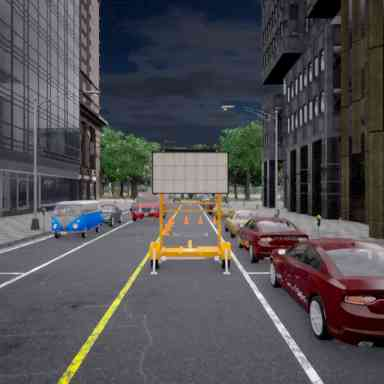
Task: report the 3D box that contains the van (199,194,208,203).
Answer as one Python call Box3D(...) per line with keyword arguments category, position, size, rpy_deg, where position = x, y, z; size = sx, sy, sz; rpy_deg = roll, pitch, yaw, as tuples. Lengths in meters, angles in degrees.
Box3D(category="van", position=(2.397, 1.362, 71.632), size=(1.690, 1.788, 3.998), rpy_deg=(0, 0, 0))

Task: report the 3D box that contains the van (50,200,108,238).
Box3D(category="van", position=(-5.850, 1.341, 17.213), size=(1.690, 1.788, 3.998), rpy_deg=(0, 0, 0))

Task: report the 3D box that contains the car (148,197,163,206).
Box3D(category="car", position=(-6.044, 1.577, 55.275), size=(1.947, 1.339, 4.313), rpy_deg=(0, 0, 0))

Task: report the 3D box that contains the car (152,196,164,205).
Box3D(category="car", position=(-6.071, 1.540, 60.543), size=(1.752, 1.417, 4.829), rpy_deg=(0, 0, 0))

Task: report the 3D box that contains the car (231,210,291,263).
Box3D(category="car", position=(2.703, 1.545, 11.819), size=(1.887, 1.381, 4.507), rpy_deg=(0, 0, 0))

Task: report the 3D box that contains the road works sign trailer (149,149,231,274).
Box3D(category="road works sign trailer", position=(-0.052, 0.464, 10.510), size=(2.380, 3.560, 2.880), rpy_deg=(0, 0, 0))

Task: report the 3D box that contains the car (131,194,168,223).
Box3D(category="car", position=(-3.231, 1.223, 26.077), size=(2.150, 2.045, 5.566), rpy_deg=(0, 0, 0))

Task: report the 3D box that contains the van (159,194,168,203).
Box3D(category="van", position=(-6.128, 1.362, 71.588), size=(1.690, 1.788, 3.998), rpy_deg=(0, 0, 0))

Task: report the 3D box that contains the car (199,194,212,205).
Box3D(category="car", position=(2.453, 1.329, 60.757), size=(2.192, 1.841, 5.009), rpy_deg=(0, 0, 0))

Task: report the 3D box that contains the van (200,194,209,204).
Box3D(category="van", position=(2.425, 1.359, 66.194), size=(1.690, 1.788, 3.998), rpy_deg=(0, 0, 0))

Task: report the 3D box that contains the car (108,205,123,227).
Box3D(category="car", position=(-5.878, 1.551, 22.651), size=(2.008, 1.369, 4.403), rpy_deg=(0, 0, 0))

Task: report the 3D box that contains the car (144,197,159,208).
Box3D(category="car", position=(-6.016, 1.534, 49.668), size=(1.752, 1.417, 4.829), rpy_deg=(0, 0, 0))

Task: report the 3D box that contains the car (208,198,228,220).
Box3D(category="car", position=(2.619, 1.527, 28.301), size=(1.752, 1.417, 4.829), rpy_deg=(0, 0, 0))

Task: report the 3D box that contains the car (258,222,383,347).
Box3D(category="car", position=(2.731, 1.544, 6.382), size=(1.887, 1.381, 4.507), rpy_deg=(0, 0, 0))

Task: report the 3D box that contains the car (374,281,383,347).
Box3D(category="car", position=(2.758, 1.551, 0.944), size=(2.008, 1.369, 4.403), rpy_deg=(0, 0, 0))

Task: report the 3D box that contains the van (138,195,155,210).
Box3D(category="van", position=(-5.989, 1.347, 44.401), size=(1.690, 1.788, 3.998), rpy_deg=(0, 0, 0))

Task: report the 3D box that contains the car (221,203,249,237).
Box3D(category="car", position=(2.674, 1.525, 17.426), size=(1.752, 1.417, 4.829), rpy_deg=(0, 0, 0))

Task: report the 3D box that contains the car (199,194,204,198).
Box3D(category="car", position=(2.481, 1.451, 55.319), size=(1.967, 1.590, 4.097), rpy_deg=(0, 0, 0))

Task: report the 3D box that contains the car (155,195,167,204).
Box3D(category="car", position=(-6.100, 1.458, 66.150), size=(1.967, 1.590, 4.097), rpy_deg=(0, 0, 0))

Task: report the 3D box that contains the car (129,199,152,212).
Box3D(category="car", position=(-5.961, 1.570, 38.963), size=(1.947, 1.339, 4.313), rpy_deg=(0, 0, 0))

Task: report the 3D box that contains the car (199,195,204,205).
Box3D(category="car", position=(2.508, 1.553, 49.882), size=(1.887, 1.381, 4.507), rpy_deg=(0, 0, 0))

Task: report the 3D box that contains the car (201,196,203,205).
Box3D(category="car", position=(2.535, 1.532, 44.614), size=(1.752, 1.417, 4.829), rpy_deg=(0, 0, 0))

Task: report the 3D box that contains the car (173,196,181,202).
Box3D(category="car", position=(-3.384, 1.624, 75.463), size=(1.895, 1.301, 4.718), rpy_deg=(0, 0, 0))

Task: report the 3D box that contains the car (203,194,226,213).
Box3D(category="car", position=(2.591, 1.318, 33.569), size=(2.192, 1.841, 5.009), rpy_deg=(0, 0, 0))
